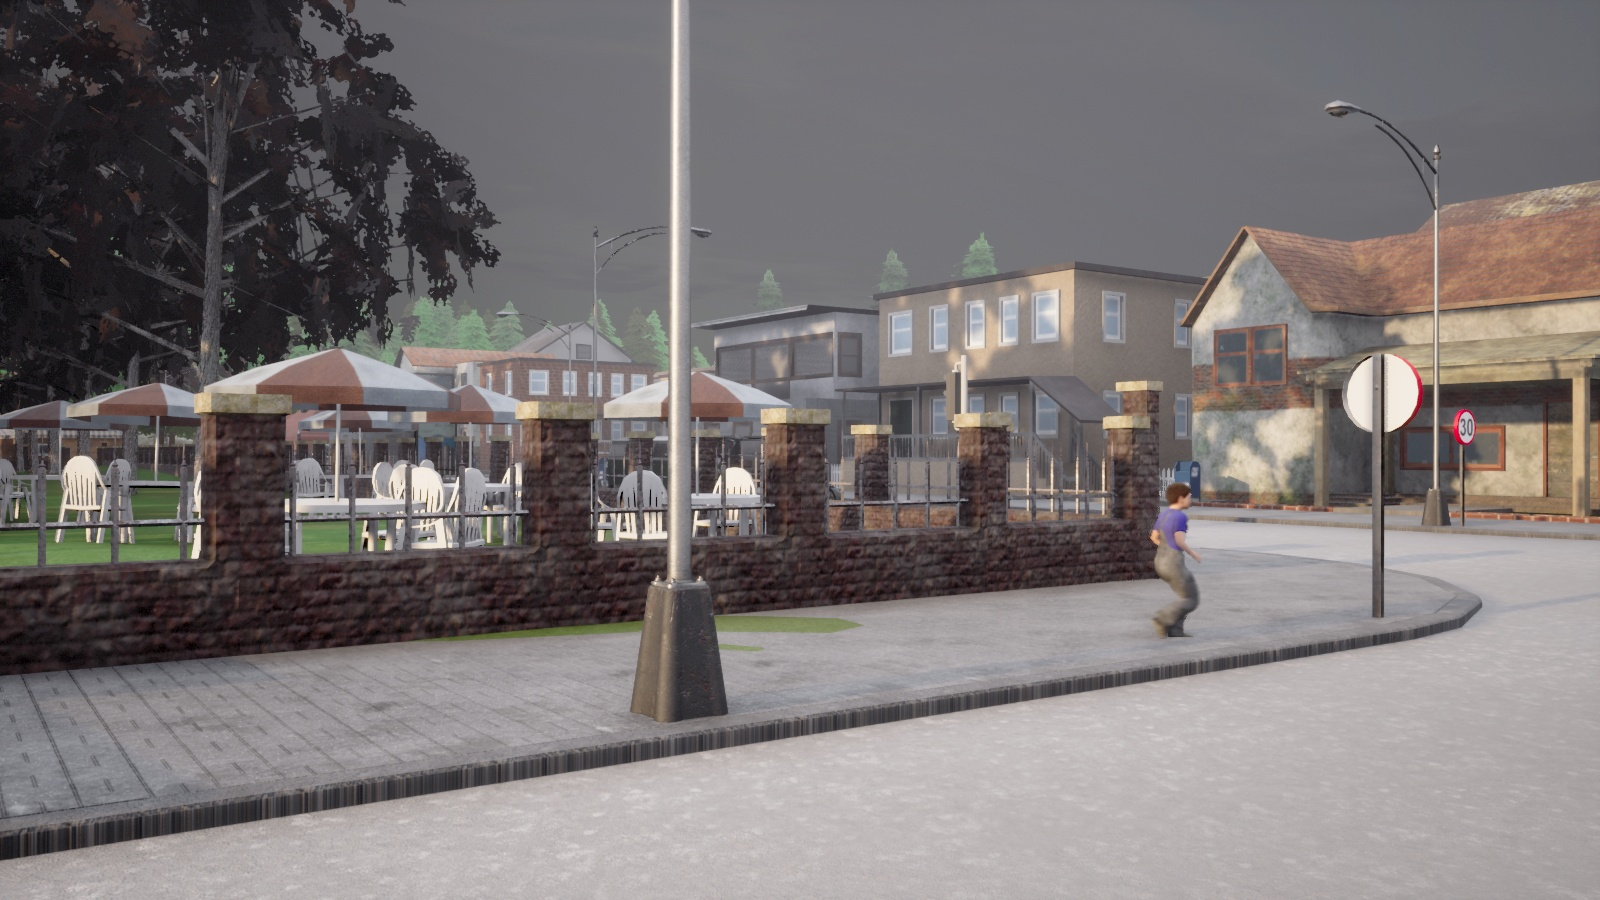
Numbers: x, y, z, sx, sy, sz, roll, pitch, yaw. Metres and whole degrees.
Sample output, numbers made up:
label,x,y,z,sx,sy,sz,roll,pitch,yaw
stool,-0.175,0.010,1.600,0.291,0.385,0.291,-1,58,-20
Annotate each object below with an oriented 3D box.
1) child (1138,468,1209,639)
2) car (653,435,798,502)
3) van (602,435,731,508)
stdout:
label,x,y,z,sx,sy,sz,roll,pitch,yaw
child,2.810,0.766,9.462,0.437,1.263,0.270,0,0,-5
car,-2.546,0.570,41.366,2.150,2.045,5.566,0,0,-35
van,-3.938,0.595,36.376,1.775,1.987,4.442,0,0,-35
